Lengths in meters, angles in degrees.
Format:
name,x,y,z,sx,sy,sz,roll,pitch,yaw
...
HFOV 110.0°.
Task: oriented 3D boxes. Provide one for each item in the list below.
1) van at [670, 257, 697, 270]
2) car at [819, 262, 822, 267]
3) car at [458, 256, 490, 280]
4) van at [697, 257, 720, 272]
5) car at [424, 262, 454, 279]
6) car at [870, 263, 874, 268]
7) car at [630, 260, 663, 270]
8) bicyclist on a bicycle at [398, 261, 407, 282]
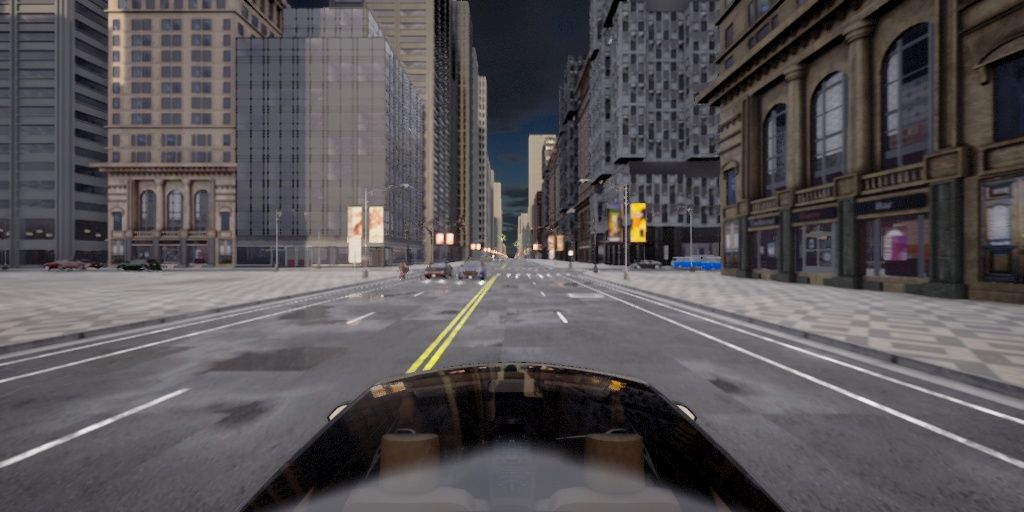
name,x,y,z,sx,sy,sz,roll,pitch,yaw
van,24.752,1.030,51.146,3.998,1.789,1.690,0,0,0
car,35.954,1.242,42.571,4.207,1.307,1.802,0,0,0
car,-3.288,1.095,30.665,2.097,1.767,4.553,0,0,0
van,24.716,1.022,42.621,3.998,1.789,1.690,0,0,0
car,-6.518,1.290,32.676,2.033,1.411,5.357,0,0,1
car,41.573,1.089,42.547,4.097,1.591,1.967,0,0,0
car,19.134,1.251,51.170,4.403,1.370,2.007,0,0,0
bicyclist on a bicycle,-8.673,1.197,28.460,0.582,1.620,1.656,0,0,1
